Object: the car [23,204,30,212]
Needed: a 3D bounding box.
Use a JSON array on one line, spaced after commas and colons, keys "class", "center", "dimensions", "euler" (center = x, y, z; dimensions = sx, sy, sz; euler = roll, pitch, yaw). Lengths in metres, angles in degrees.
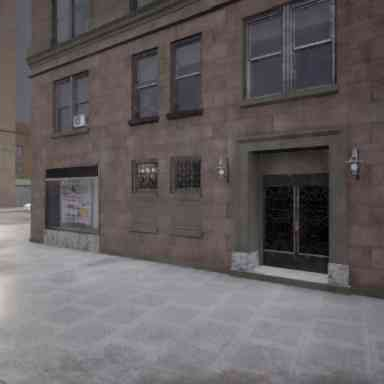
[{"class": "car", "center": [-15.691, 1.429, 35.866], "dimensions": [1.812, 1.442, 4.674], "euler": [0, 0, 35]}]
